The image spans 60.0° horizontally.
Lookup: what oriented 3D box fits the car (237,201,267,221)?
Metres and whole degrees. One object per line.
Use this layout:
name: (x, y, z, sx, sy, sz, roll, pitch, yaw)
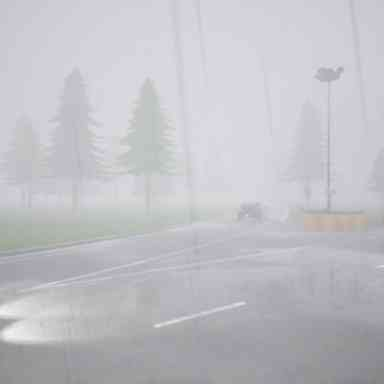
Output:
car: (5.060, 1.549, 27.727, 1.837, 1.490, 4.892, 0, 0, 20)
